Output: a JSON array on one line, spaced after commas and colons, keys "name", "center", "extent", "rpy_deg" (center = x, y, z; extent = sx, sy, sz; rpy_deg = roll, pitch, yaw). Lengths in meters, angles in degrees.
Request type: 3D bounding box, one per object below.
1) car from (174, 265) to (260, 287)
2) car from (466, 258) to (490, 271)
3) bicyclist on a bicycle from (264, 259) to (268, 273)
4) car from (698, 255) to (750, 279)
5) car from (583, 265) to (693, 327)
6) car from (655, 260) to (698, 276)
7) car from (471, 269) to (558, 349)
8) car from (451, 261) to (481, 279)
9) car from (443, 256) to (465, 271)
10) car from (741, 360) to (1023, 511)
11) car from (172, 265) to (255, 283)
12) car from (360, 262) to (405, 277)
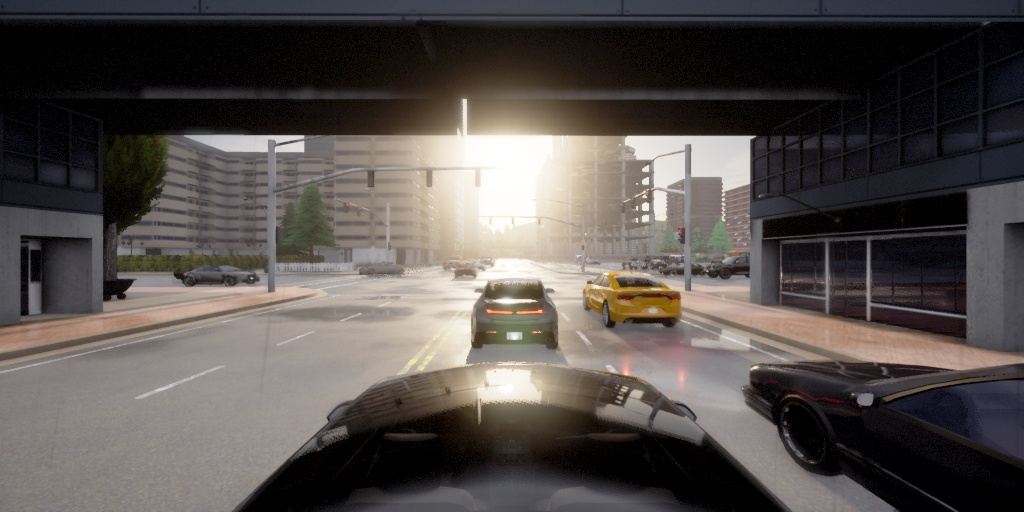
[{"name": "car", "center": [-19.383, 1.314, 23.971], "extent": [4.181, 1.385, 1.994], "rpy_deg": [0, 0, 0]}, {"name": "car", "center": [-4.507, 1.297, 47.970], "extent": [2.033, 1.411, 5.357], "rpy_deg": [0, 0, 0]}, {"name": "bicyclist on a bicycle", "center": [-26.006, 1.051, 38.419], "extent": [0.582, 1.620, 1.656], "rpy_deg": [0, 0, 0]}, {"name": "car", "center": [19.895, 0.971, 31.400], "extent": [5.566, 2.045, 2.150], "rpy_deg": [0, 0, 1]}, {"name": "car", "center": [3.575, 1.228, 11.533], "extent": [1.882, 1.535, 5.008], "rpy_deg": [0, 0, 0]}, {"name": "car", "center": [16.882, 1.351, 34.938], "extent": [4.718, 1.301, 1.895], "rpy_deg": [0, 0, 0]}, {"name": "car", "center": [0.064, 1.255, 9.162], "extent": [1.837, 1.490, 4.892], "rpy_deg": [0, 0, 0]}, {"name": "car", "center": [-4.121, 1.351, 32.463], "extent": [1.895, 1.301, 4.718], "rpy_deg": [0, 0, -3]}, {"name": "car", "center": [-8.013, 0.971, 49.459], "extent": [2.150, 2.045, 5.566], "rpy_deg": [0, 0, 0]}, {"name": "car", "center": [3.600, 1.297, 1.706], "extent": [2.033, 1.411, 5.357], "rpy_deg": [0, 0, 0]}, {"name": "car", "center": [-22.758, 1.351, 27.451], "extent": [4.718, 1.301, 1.895], "rpy_deg": [0, 0, 0]}, {"name": "car", "center": [-12.647, 1.313, 35.097], "extent": [4.181, 1.385, 1.994], "rpy_deg": [0, 1, -28]}]
